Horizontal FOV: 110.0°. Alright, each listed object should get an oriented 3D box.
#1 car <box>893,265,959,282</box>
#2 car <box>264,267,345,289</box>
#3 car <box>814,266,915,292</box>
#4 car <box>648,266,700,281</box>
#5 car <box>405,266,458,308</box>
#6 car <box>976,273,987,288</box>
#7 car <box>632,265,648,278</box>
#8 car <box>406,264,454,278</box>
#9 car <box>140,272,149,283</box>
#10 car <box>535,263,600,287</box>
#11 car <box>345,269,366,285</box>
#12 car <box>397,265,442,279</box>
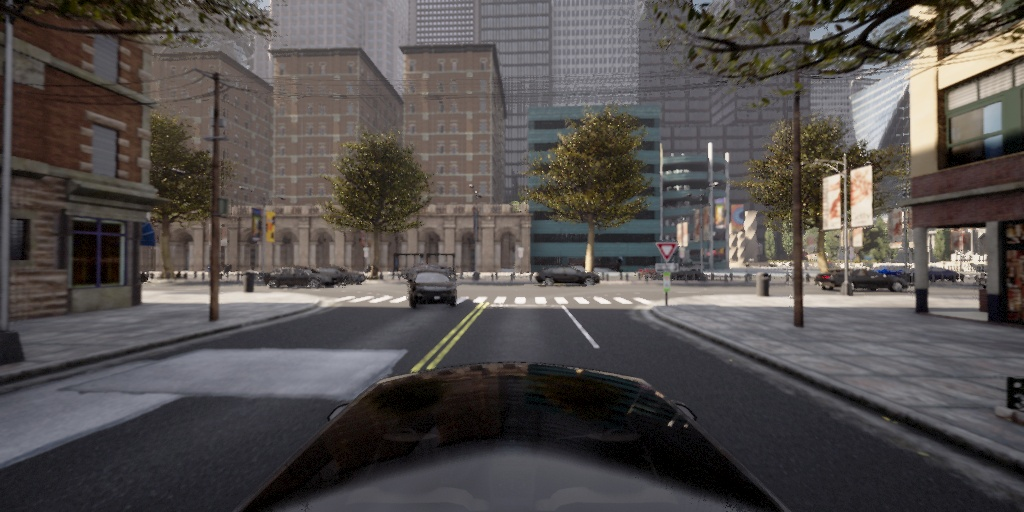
[{"bbox_3d":[39.592,1.746,34.278,4.674,1.442,1.812,0,-1,3],"label":"car"},{"bbox_3d":[-14.933,1.528,25.495,4.892,1.490,1.837,0,-1,3],"label":"car"},{"bbox_3d":[22.803,1.564,23.537,4.892,1.490,1.837,0,-1,3],"label":"car"},{"bbox_3d":[16.451,1.725,35.562,4.674,1.442,1.812,0,-1,3],"label":"car"},{"bbox_3d":[-3.743,1.407,16.574,1.882,1.535,5.008,1,-1,-18],"label":"car"},{"bbox_3d":[33.162,1.560,23.017,4.902,1.511,2.128,0,-1,3],"label":"car"},{"bbox_3d":[16.110,1.720,39.093,5.008,1.535,1.882,0,-1,3],"label":"car"},{"bbox_3d":[-9.170,1.711,40.415,4.902,1.511,2.128,0,-1,3],"label":"car"},{"bbox_3d":[-33.078,1.615,29.948,4.181,1.385,1.994,0,-1,3],"label":"car"},{"bbox_3d":[4.303,1.563,27.999,5.008,1.535,1.882,0,-1,3],"label":"car"},{"bbox_3d":[-14.246,1.594,28.964,4.674,1.442,1.812,0,-1,3],"label":"car"},{"bbox_3d":[-9.353,1.667,36.922,4.902,1.511,2.128,0,-1,3],"label":"car"}]
